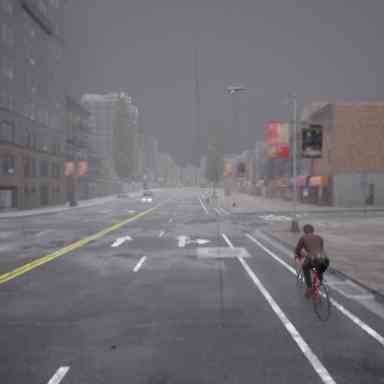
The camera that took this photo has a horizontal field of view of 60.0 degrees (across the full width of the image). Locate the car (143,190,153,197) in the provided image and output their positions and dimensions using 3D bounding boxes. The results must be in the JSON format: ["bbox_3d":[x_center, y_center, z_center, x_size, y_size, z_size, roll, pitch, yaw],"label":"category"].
[{"bbox_3d":[-9.739,0.330,74.021,1.994,1.385,4.181,0,1,0],"label":"car"}]

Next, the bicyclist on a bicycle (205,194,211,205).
[{"bbox_3d":[2.276,1.151,48.253,0.866,1.612,1.509,0,1,0],"label":"bicyclist on a bicycle"}]

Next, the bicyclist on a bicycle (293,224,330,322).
[{"bbox_3d":[2.250,1.448,6.278,0.582,1.620,1.656,0,0,0],"label":"bicyclist on a bicycle"}]
